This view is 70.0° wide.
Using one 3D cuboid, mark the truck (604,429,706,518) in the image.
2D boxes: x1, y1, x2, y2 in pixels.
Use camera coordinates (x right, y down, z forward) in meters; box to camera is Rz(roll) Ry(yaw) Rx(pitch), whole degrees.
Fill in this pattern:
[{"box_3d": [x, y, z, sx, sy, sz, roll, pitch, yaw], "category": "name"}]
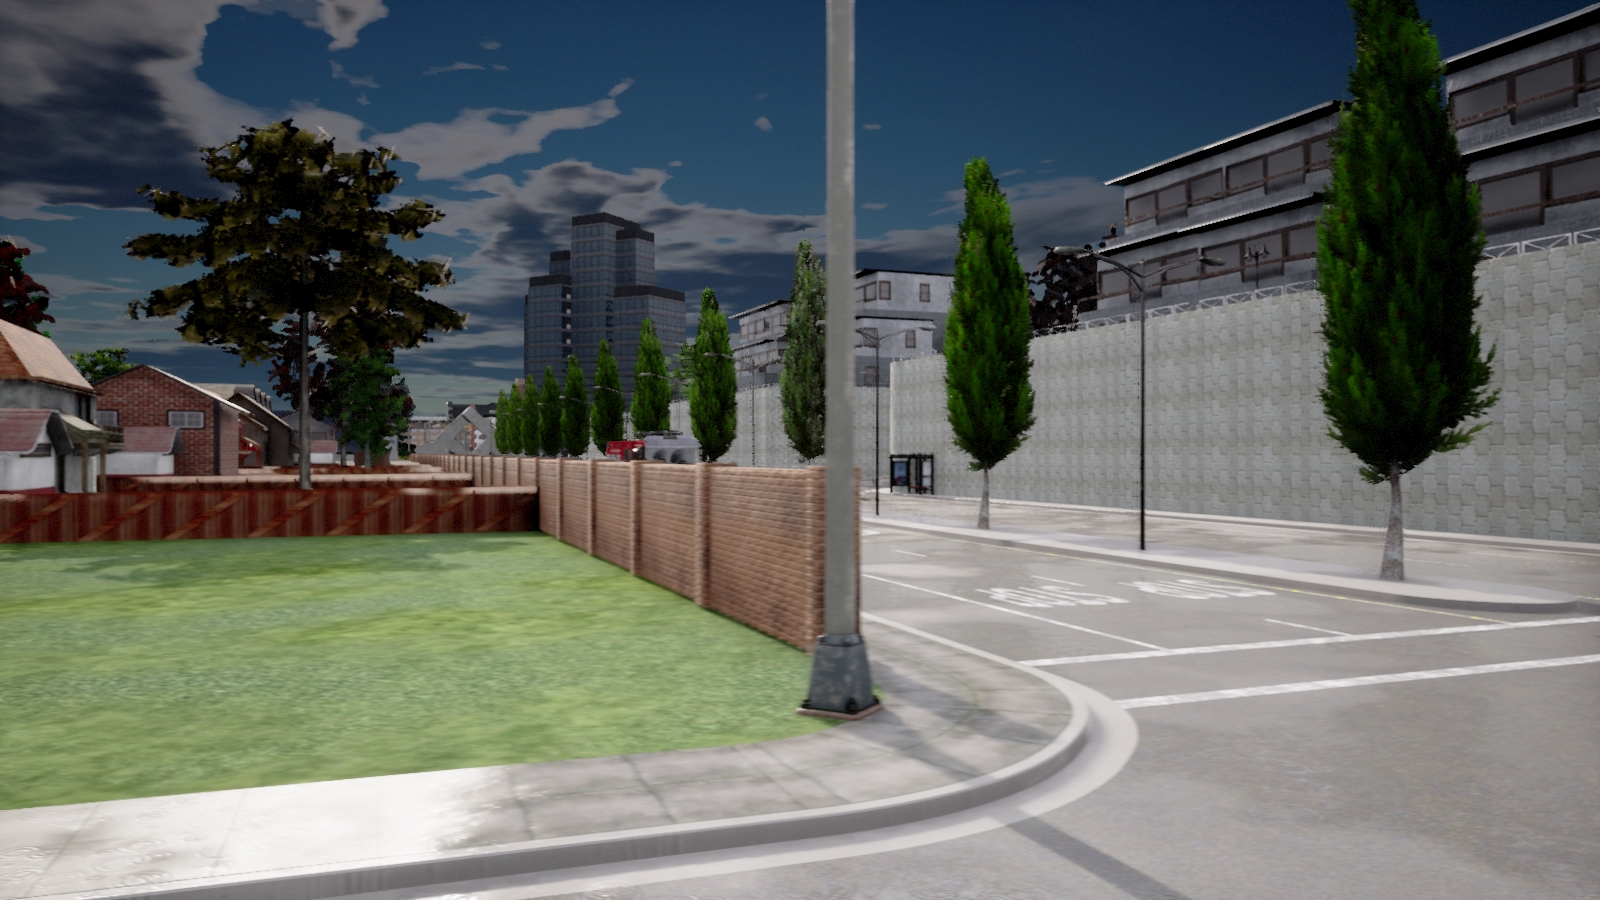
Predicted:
[{"box_3d": [-6.966, 1.041, 53.754, 2.891, 3.827, 8.468, 0, 0, -21], "category": "truck"}]
